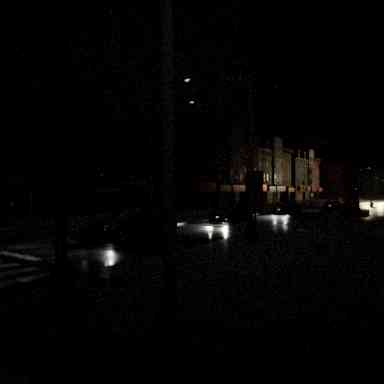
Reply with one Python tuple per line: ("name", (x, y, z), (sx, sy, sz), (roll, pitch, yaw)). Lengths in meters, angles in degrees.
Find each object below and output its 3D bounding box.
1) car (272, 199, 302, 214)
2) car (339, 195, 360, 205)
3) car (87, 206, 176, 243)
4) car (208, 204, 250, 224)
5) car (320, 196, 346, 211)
("car", (9.904, 1.468, 34.478), (2.128, 1.511, 4.902), (-1, 0, 36))
("car", (22.413, 1.513, 47.062), (1.895, 1.301, 4.718), (-1, 0, 36))
("car", (-2.857, 1.497, 16.701), (1.882, 1.535, 5.008), (-1, 0, 37))
("car", (2.905, 1.564, 24.738), (1.994, 1.385, 4.181), (-1, 0, 35))
("car", (16.657, 1.496, 38.948), (1.994, 1.385, 4.181), (-1, 0, 36))
